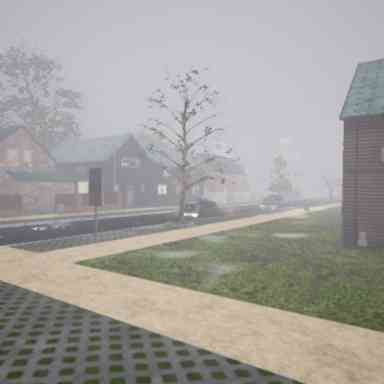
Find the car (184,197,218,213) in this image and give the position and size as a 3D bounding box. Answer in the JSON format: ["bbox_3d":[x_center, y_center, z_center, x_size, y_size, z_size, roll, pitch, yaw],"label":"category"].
[{"bbox_3d":[0.823,1.224,32.046,1.994,1.385,4.181,1,1,34],"label":"car"}]

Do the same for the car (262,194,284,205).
[{"bbox_3d":[11.833,1.038,48.389,1.882,1.535,5.008,1,1,34],"label":"car"}]
